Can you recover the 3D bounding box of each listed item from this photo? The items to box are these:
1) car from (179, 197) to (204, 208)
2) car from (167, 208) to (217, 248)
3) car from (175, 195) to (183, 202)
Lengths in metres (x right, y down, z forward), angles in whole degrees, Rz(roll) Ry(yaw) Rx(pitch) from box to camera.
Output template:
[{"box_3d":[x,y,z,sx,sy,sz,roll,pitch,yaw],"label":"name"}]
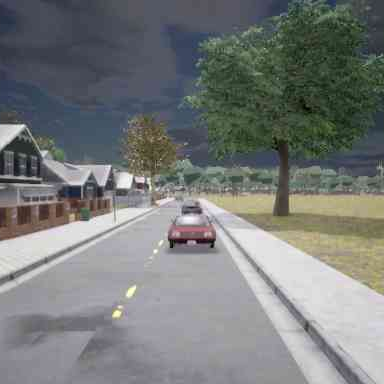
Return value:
[{"box_3d":[0.000,1.515,29.660,1.837,1.490,4.892,0,0,0],"label":"car"},{"box_3d":[0.000,1.613,14.689,1.895,1.301,4.718,0,0,0],"label":"car"},{"box_3d":[-2.886,1.478,75.953,1.837,1.490,4.892,0,0,0],"label":"car"}]
